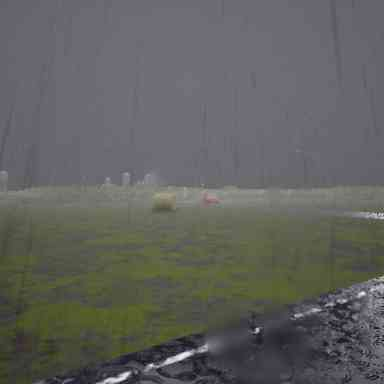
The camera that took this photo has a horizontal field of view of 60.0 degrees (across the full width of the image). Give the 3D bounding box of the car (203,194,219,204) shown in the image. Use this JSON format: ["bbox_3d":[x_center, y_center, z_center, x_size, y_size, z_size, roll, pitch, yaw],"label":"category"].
[{"bbox_3d":[3.641,1.358,65.327,2.150,2.045,5.566,-1,0,-12],"label":"car"}]
